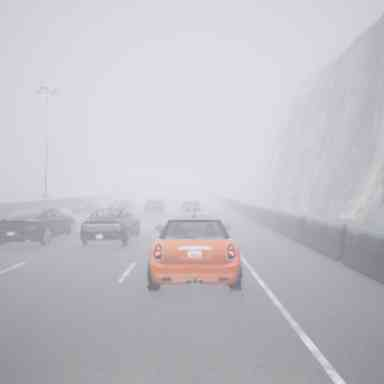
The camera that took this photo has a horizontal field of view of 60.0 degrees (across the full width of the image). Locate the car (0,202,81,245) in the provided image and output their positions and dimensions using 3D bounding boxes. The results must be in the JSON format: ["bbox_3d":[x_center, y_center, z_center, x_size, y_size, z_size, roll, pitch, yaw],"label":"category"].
[{"bbox_3d":[-6.991,1.441,15.303,1.882,1.535,5.008,0,0,0],"label":"car"}]

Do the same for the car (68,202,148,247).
[{"bbox_3d":[-3.488,1.450,14.892,2.128,1.511,4.902,0,0,0],"label":"car"}]

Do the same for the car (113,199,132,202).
[{"bbox_3d":[-7.109,1.355,33.497,1.994,1.385,4.181,0,1,0],"label":"car"}]

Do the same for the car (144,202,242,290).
[{"bbox_3d":[0.048,1.331,9.187,2.097,1.767,4.553,0,0,0],"label":"car"}]

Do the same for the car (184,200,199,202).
[{"bbox_3d":[-0.070,1.392,27.550,2.033,1.411,5.357,0,1,0],"label":"car"}]

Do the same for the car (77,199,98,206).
[{"bbox_3d":[-10.609,1.361,33.574,1.994,1.385,4.181,0,1,0],"label":"car"}]

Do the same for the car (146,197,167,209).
[{"bbox_3d":[-3.605,1.282,32.948,2.128,1.511,4.902,0,1,0],"label":"car"}]
